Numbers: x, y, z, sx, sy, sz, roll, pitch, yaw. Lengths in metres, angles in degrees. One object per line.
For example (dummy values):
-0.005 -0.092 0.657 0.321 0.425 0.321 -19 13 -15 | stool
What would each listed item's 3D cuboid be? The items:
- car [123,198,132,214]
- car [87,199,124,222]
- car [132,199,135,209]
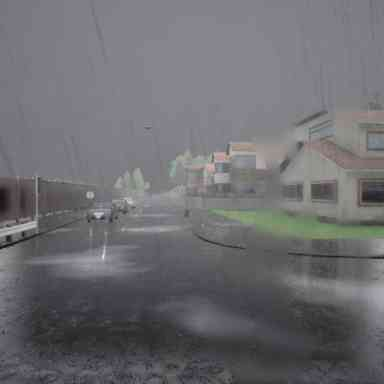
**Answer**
-7.805 1.505 35.407 1.837 1.490 4.892 0 0 -5 | car
-6.883 1.491 26.033 2.128 1.511 4.902 0 0 -5 | car
-8.777 1.526 45.324 1.812 1.442 4.674 0 0 -5 | car
